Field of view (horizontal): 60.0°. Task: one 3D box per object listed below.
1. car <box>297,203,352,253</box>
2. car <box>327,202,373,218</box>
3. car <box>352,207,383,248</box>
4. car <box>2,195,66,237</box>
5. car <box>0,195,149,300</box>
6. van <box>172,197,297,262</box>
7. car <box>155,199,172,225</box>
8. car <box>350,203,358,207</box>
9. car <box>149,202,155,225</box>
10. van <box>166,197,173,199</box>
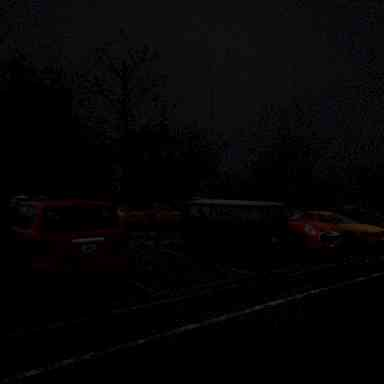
[{"bbox_3d":[3.870,1.417,14.112,2.185,1.767,4.553,1,-1,-36],"label":"car"},{"bbox_3d":[18.997,2.127,40.166,2.185,1.767,4.553,2,-1,-36],"label":"car"},{"bbox_3d":[6.359,1.586,15.645,1.946,1.575,5.366,1,-1,-36],"label":"car"},{"bbox_3d":[-9.447,1.210,19.550,2.435,2.045,5.566,0,0,-36],"label":"car"},{"bbox_3d":[-3.603,1.200,8.698,2.435,2.045,5.566,1,0,-36],"label":"car"},{"bbox_3d":[1.360,1.280,12.402,1.878,1.987,4.442,1,0,-36],"label":"van"},{"bbox_3d":[-2.784,1.552,24.630,1.946,1.575,5.366,1,-1,-36],"label":"car"},{"bbox_3d":[16.451,2.189,38.270,2.002,1.452,4.674,2,-1,-36],"label":"car"},{"bbox_3d":[-4.941,1.516,23.072,1.946,1.575,5.366,1,0,-36],"label":"car"},{"bbox_3d":[-0.340,1.375,26.024,1.878,1.987,4.442,1,-1,-36],"label":"van"}]
